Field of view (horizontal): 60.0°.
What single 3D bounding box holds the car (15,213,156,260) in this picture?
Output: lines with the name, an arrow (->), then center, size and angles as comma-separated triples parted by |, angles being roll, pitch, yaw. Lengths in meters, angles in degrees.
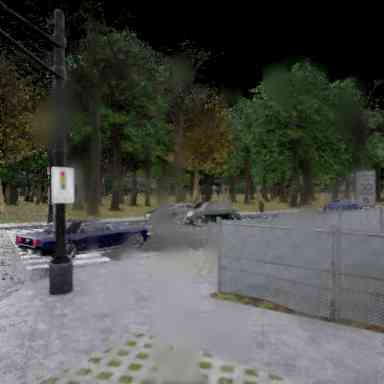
car -> -3.872, 1.662, 12.626 | 1.895, 1.301, 4.718 | -1, -1, 42

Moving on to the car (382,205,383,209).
car -> 23.302, 1.468, 36.684 | 5.357, 1.411, 2.033 | 0, 0, -31

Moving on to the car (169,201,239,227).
car -> 1.052, 1.433, 23.280 | 4.553, 1.767, 2.097 | 0, -1, -31

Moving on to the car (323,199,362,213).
car -> 16.461, 1.476, 36.379 | 5.008, 1.535, 1.882 | 0, -1, -31

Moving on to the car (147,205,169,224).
car -> -1.179, 1.616, 25.727 | 4.902, 1.511, 2.128 | 0, 0, -31
